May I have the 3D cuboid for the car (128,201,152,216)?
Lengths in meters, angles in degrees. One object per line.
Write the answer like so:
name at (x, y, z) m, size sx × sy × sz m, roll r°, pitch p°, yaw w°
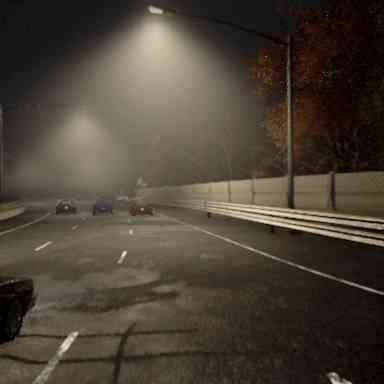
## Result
car at (-5.098, 1.531, 32.383) m, size 1.994 × 1.385 × 4.181 m, roll 0°, pitch 0°, yaw -16°

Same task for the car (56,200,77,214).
car at (-13.577, 1.580, 36.058) m, size 1.994 × 1.385 × 4.181 m, roll 0°, pitch 0°, yaw -20°

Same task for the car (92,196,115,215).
car at (-9.293, 1.469, 34.377) m, size 1.882 × 1.535 × 5.008 m, roll 0°, pitch 0°, yaw -18°

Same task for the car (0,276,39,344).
car at (-3.528, 1.564, 3.367) m, size 2.033 × 1.411 × 5.357 m, roll 0°, pitch 0°, yaw -2°

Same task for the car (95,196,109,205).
car at (-16.544, 1.540, 60.793) m, size 2.033 × 1.411 × 5.357 m, roll 0°, pitch 0°, yaw -20°
